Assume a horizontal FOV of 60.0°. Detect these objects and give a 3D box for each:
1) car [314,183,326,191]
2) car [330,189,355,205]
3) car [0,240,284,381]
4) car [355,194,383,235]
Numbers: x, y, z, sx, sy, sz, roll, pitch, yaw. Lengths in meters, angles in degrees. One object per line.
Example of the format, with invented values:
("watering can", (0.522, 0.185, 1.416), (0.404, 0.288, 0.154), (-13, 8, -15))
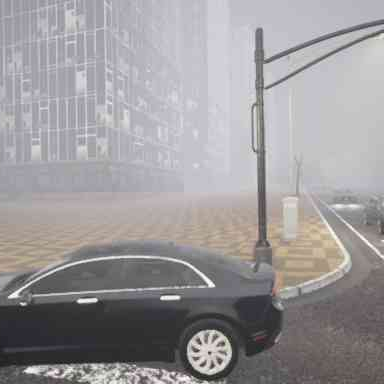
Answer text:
("car", (24.359, -0.929, 63.394), (2.128, 1.511, 4.902), (-1, 2, 18))
("car", (13.959, 0.380, 30.666), (1.994, 1.385, 4.181), (-1, 2, 18))
("car", (-1.193, 1.502, 4.806), (4.892, 1.490, 1.837), (-1, 0, -1))
("car", (8.822, 0.924, 14.521), (2.128, 1.511, 4.902), (-1, 2, 18))
